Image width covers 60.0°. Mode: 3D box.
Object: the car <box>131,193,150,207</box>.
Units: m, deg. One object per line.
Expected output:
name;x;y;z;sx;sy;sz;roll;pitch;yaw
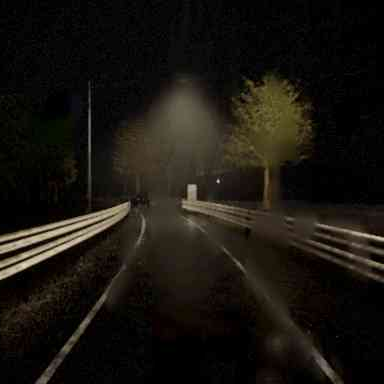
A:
car;-7.985;1.221;51.415;2.150;2.045;5.566;0;0;-19
